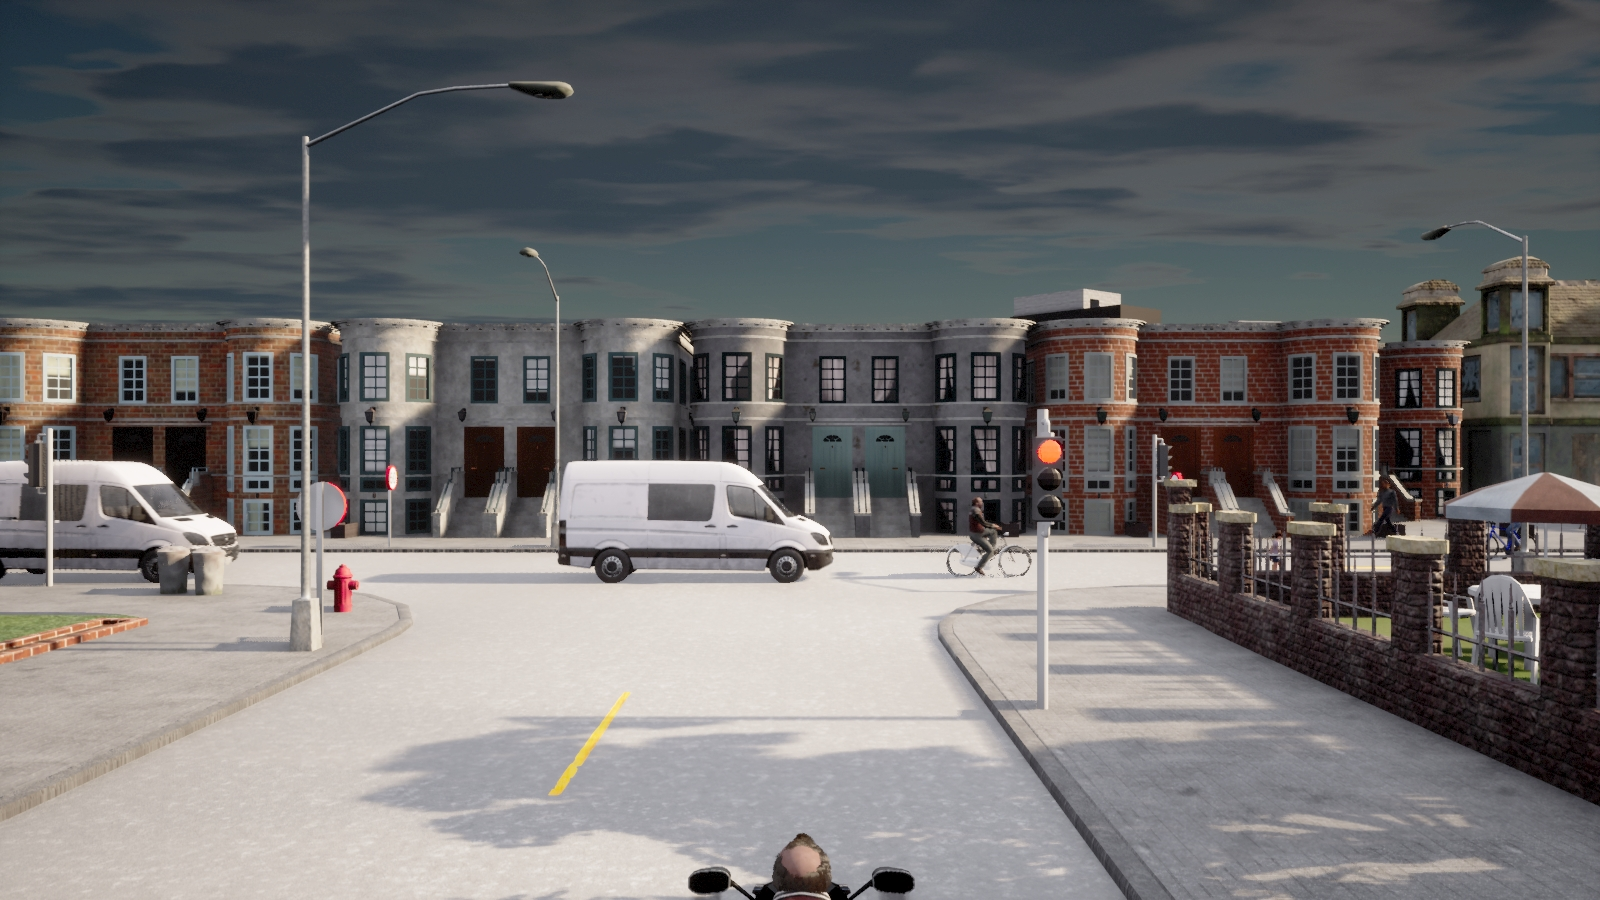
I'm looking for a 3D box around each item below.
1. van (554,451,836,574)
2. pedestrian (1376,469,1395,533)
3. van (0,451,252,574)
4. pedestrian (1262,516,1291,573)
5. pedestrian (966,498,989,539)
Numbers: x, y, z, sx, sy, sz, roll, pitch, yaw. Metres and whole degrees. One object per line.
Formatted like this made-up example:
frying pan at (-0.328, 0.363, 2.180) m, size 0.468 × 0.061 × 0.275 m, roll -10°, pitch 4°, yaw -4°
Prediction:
van at (-2.203, 1.304, 24.917) m, size 5.915 × 2.561 × 1.988 m, roll 0°, pitch 0°, yaw 0°
pedestrian at (17.372, 1.512, 33.888) m, size 0.375 × 1.860 × 0.375 m, roll 0°, pitch 0°, yaw -3°
van at (-15.374, 1.304, 24.909) m, size 5.915 × 2.561 × 1.988 m, roll 0°, pitch 0°, yaw 0°
pedestrian at (9.538, 1.887, 22.875) m, size 0.500 × 1.100 × 0.500 m, roll 0°, pitch 0°, yaw 17°
pedestrian at (4.911, 1.892, 31.671) m, size 0.500 × 1.100 × 0.500 m, roll 0°, pitch 0°, yaw 26°
